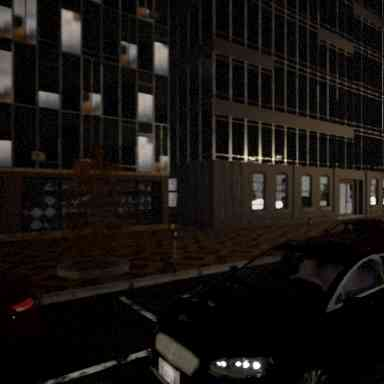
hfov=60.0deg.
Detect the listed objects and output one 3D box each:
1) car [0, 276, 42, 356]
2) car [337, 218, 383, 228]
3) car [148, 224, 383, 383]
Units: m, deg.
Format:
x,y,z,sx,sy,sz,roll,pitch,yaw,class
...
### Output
x,y,z,sx,sy,sz,roll,pitch,yaw,class
-3.986,1.584,3.714,4.206,1.307,1.802,0,0,-35,car
5.284,1.531,10.324,4.507,1.381,1.887,0,0,-35,car
1.772,1.486,4.642,4.902,1.511,2.128,0,0,-36,car
